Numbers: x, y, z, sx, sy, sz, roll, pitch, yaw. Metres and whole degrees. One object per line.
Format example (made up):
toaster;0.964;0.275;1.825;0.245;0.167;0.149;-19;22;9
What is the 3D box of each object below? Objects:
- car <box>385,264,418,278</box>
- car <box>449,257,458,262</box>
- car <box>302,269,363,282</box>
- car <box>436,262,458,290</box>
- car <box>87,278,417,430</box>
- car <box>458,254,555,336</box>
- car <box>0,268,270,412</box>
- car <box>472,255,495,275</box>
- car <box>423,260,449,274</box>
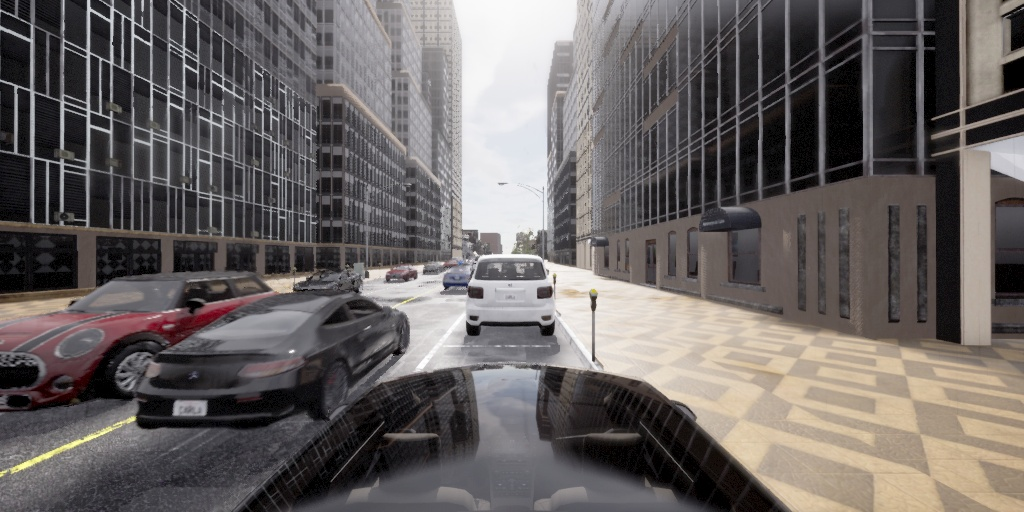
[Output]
car;-8.835;1.325;29.033;1.802;1.307;4.207;0;0;0
car;-8.836;1.273;51.803;1.888;1.381;4.507;0;0;0
car;-8.836;1.313;17.650;1.948;1.339;4.313;0;0;0
car;-3.045;1.293;22.425;2.033;1.411;5.357;0;0;0
car;-3.062;1.275;5.705;1.812;1.442;4.674;0;0;0
car;-0.039;0.977;10.529;2.150;2.045;5.566;0;0;0
car;-6.244;1.102;6.404;2.097;1.767;4.553;0;0;0
car;-3.147;0.958;40.776;2.150;2.045;5.566;0;0;0
car;-8.836;1.286;40.419;2.007;1.370;4.403;0;0;0
